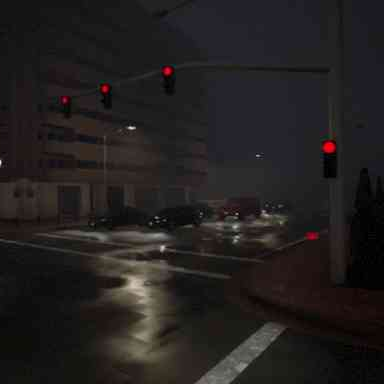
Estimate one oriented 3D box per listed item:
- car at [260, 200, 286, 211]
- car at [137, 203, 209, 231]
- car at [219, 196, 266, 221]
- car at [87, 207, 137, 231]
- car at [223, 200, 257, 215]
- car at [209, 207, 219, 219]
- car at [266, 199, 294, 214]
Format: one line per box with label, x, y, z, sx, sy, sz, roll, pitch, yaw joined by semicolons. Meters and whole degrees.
car;11.302;1.808;46.135;1.994;1.385;4.181;-1;0;36
car;-1.145;1.712;22.442;1.837;1.490;4.892;-1;0;35
car;4.454;1.428;30.406;2.150;2.045;5.566;-1;0;35
car;-4.993;1.772;23.055;1.812;1.442;4.674;-1;0;35
car;5.563;1.749;38.043;1.837;1.490;4.892;-1;0;35
car;0.257;1.771;30.496;1.812;1.442;4.674;-1;0;35
car;10.162;1.558;38.491;2.097;1.767;4.553;-1;0;35
